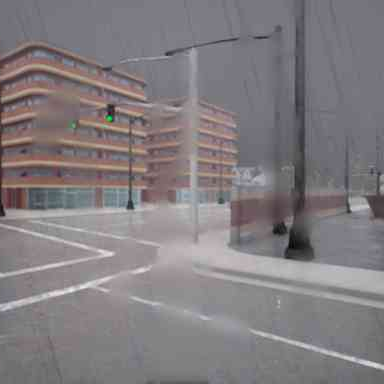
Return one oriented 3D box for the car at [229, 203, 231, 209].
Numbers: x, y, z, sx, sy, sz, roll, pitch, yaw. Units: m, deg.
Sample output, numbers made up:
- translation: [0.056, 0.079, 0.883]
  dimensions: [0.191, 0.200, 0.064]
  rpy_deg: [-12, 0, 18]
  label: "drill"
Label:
- translation: [6.193, 1.503, 40.881]
  dimensions: [1.994, 1.385, 4.181]
  rpy_deg: [0, 0, 36]
  label: "car"
